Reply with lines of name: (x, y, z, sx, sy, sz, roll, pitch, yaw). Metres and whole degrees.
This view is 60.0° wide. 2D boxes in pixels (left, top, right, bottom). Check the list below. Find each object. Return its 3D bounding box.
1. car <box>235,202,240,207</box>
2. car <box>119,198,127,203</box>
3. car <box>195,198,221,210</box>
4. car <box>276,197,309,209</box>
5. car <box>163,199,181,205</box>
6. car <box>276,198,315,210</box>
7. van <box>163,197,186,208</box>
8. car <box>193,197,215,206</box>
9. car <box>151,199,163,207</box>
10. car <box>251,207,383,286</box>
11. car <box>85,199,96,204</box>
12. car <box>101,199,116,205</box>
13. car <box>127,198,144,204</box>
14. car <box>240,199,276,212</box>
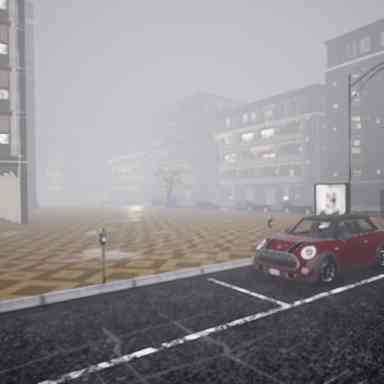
car: (8.813, 1.798, 53.977, 1.802, 1.307, 4.206, -2, 0, -36)
car: (-17.382, 2.439, 90.016, 1.947, 1.339, 4.313, -2, 0, -36)
car: (2.310, 1.881, 48.391, 1.887, 1.381, 4.507, -2, 0, -36)
car: (14.071, 1.525, 46.795, 1.967, 1.590, 4.097, -2, 0, -36)
car: (-4.316, 2.126, 71.973, 1.802, 1.307, 4.206, -2, 0, -36)
car: (11.657, 1.654, 35.407, 2.008, 1.369, 4.403, -2, 0, -36)
van: (-2.613, 1.801, 55.275, 1.690, 1.788, 3.998, -2, 0, -36)
car: (2.216, 1.821, 62.954, 1.967, 1.590, 4.097, -2, 0, -36)
car: (-6.347, 2.074, 65.142, 1.837, 1.490, 4.892, -1, -1, -36)
car: (3.601, 1.376, 9.139, 4.097, 1.590, 1.967, -1, 0, -36)
car: (-27.435, 2.629, 89.612, 1.887, 1.381, 4.507, -2, 0, -36)
car: (-20.902, 2.470, 80.590, 2.008, 1.369, 4.403, -2, 0, -36)
car: (-14.120, 2.231, 85.505, 1.967, 1.590, 4.097, -2, 0, -36)
car: (8.390, 1.735, 39.917, 2.008, 1.369, 4.403, -2, 0, -36)
